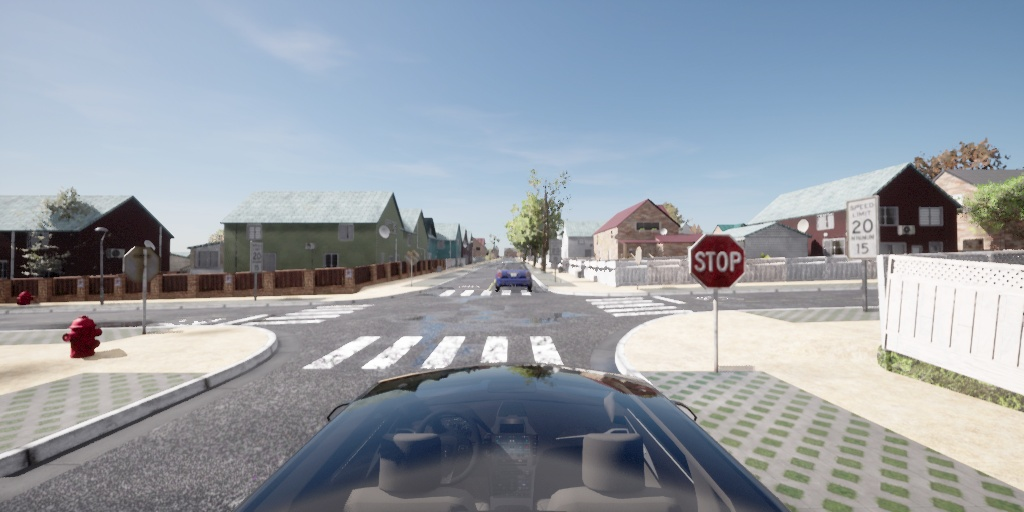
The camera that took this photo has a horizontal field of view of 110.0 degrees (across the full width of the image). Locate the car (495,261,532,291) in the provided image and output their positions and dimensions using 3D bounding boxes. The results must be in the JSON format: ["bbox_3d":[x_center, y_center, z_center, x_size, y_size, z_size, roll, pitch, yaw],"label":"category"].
[{"bbox_3d":[0.098,1.099,22.067,2.097,1.767,4.553,0,0,0],"label":"car"}]

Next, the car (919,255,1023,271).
[{"bbox_3d":[19.128,0.728,15.067,4.892,1.490,1.837,-2,-1,0],"label":"car"}]
